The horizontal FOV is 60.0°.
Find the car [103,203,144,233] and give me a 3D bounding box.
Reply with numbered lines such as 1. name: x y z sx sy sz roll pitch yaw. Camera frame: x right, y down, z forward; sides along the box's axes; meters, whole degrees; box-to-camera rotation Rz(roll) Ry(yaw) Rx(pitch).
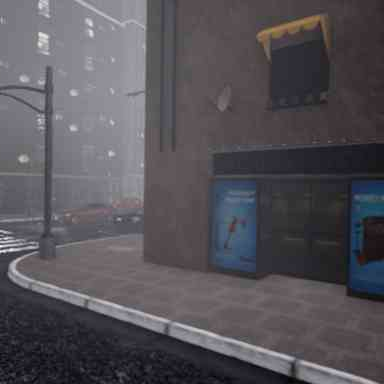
1. car: -2.741 1.526 19.667 1.947 1.339 4.313 1 1 35

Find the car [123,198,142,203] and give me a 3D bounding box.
1. car: -5.964 1.246 28.770 1.967 1.590 4.097 1 1 35

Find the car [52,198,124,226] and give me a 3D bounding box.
1. car: -7.183 1.385 22.762 1.812 1.442 4.674 1 1 35
